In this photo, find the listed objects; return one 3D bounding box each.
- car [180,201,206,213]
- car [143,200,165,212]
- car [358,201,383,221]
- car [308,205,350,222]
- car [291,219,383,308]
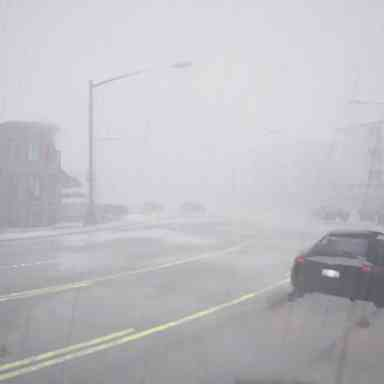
[{"bbox_3d":[0.113,1.877,43.045,2.128,1.511,4.902,0,-1,-26],"label":"car"},{"bbox_3d":[-5.298,1.948,46.033,1.837,1.490,4.892,0,-1,-27],"label":"car"},{"bbox_3d":[14.712,1.506,25.914,2.097,1.767,4.553,0,-1,6],"label":"car"},{"bbox_3d":[11.470,1.793,28.248,1.895,1.301,4.718,0,-1,2],"label":"car"},{"bbox_3d":[4.102,1.618,8.247,1.994,1.385,4.181,-1,-1,40],"label":"car"}]
